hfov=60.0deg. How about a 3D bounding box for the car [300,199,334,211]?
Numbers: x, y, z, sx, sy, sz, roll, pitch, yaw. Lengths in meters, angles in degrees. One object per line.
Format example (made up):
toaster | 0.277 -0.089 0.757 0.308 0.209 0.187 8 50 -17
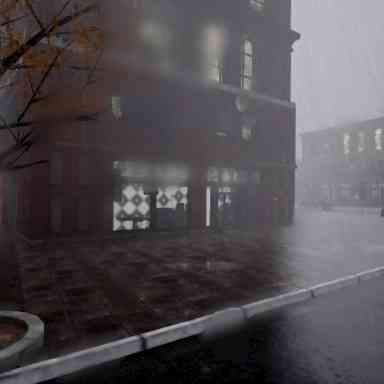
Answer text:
car | 15.562 1.617 41.685 2.008 1.369 4.403 1 -1 -28
